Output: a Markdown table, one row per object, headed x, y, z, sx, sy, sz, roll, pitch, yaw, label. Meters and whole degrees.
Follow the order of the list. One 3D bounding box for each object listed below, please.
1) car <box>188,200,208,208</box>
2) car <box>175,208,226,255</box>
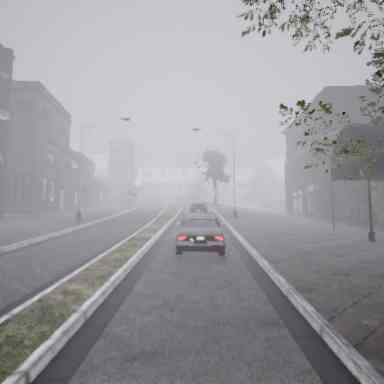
| x | y | z | sx | sy | sz | roll | pitch | yaw | label |
| --- | --- | --- | --- | --- | --- | --- | --- | --- | --- |
| 0.689 | 1.610 | 36.438 | 1.837 | 1.490 | 4.892 | 0 | 0 | 0 | car |
| 0.329 | 1.588 | 13.491 | 2.033 | 1.411 | 5.357 | 0 | 0 | 1 | car |
